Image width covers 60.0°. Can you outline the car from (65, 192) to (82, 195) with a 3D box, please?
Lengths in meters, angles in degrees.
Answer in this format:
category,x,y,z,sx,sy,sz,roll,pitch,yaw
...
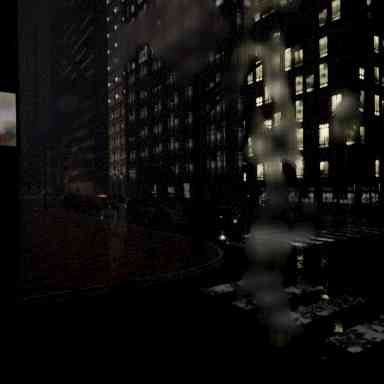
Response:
category,x,y,z,sx,sy,sz,roll,pitch,yaw
car,-15.911,1.131,45.781,1.837,1.490,4.892,-1,1,-34

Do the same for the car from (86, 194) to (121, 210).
category,x,y,z,sx,sy,sz,roll,pitch,yaw
car,-10.035,1.246,37.189,1.812,1.442,4.674,-1,1,-35

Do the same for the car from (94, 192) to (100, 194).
category,x,y,z,sx,sy,sz,roll,pitch,yaw
car,-16.187,1.076,51.743,2.033,1.411,5.357,-1,1,-34

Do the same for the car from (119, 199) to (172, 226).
category,x,y,z,sx,sy,sz,roll,pitch,yaw
car,-2.930,1.455,22.371,2.008,1.369,4.403,-1,1,-35

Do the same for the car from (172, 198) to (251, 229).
category,x,y,z,sx,sy,sz,roll,pitch,yaw
car,1.085,1.382,21.034,2.128,1.511,4.902,-1,1,-34

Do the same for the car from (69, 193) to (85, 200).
category,x,y,z,sx,sy,sz,roll,pitch,yaw
car,-22.903,0.889,66.045,1.887,1.381,4.507,-1,1,-35

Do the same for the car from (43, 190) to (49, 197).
category,x,y,z,sx,sy,sz,roll,pitch,yaw
car,-35.712,0.688,84.621,2.008,1.369,4.403,-1,1,-35

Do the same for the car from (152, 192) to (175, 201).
category,x,y,z,sx,sy,sz,roll,pitch,yaw
car,-3.688,0.963,38.177,2.192,1.841,5.009,-1,1,-35

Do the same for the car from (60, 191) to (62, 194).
category,x,y,z,sx,sy,sz,roll,pitch,yaw
car,-21.731,0.946,59.756,1.837,1.490,4.892,-1,1,-34

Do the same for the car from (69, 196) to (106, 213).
category,x,y,z,sx,sy,sz,roll,pitch,yaw
car,-10.562,1.354,33.390,1.947,1.339,4.313,-1,1,-35

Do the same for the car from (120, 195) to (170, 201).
category,x,y,z,sx,sy,sz,roll,pitch,yaw
car,-4.185,1.315,28.689,1.837,1.490,4.892,-1,1,-35

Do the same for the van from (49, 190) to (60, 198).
category,x,y,z,sx,sy,sz,roll,pitch,yaw
van,-32.510,0.531,79.974,1.690,1.788,3.998,-1,1,-35

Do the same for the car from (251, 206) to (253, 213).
category,x,y,z,sx,sy,sz,roll,pitch,yaw
car,3.064,1.278,28.322,1.752,1.417,4.829,-1,1,-35

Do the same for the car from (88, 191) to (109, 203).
category,x,y,z,sx,sy,sz,roll,pitch,yaw
car,-15.992,0.795,56.750,2.097,1.767,4.553,-1,1,-35

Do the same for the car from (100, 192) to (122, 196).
category,x,y,z,sx,sy,sz,roll,pitch,yaw
car,-12.007,1.009,51.033,1.837,1.490,4.892,-1,1,-35

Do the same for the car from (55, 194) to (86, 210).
category,x,y,z,sx,sy,sz,roll,pitch,yaw
car,-13.766,1.289,38.034,2.008,1.369,4.403,-1,1,-35
